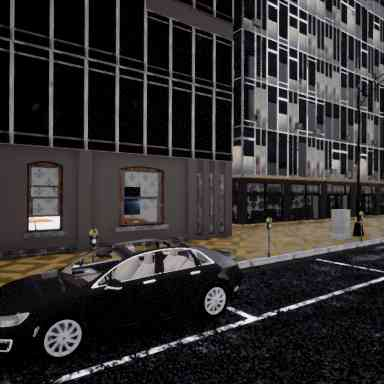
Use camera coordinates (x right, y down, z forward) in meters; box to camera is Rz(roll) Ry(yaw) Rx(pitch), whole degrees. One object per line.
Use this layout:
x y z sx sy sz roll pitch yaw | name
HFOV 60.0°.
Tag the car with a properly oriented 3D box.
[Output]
-1.072 1.551 5.786 4.403 1.369 2.008 0 0 -35 | car
